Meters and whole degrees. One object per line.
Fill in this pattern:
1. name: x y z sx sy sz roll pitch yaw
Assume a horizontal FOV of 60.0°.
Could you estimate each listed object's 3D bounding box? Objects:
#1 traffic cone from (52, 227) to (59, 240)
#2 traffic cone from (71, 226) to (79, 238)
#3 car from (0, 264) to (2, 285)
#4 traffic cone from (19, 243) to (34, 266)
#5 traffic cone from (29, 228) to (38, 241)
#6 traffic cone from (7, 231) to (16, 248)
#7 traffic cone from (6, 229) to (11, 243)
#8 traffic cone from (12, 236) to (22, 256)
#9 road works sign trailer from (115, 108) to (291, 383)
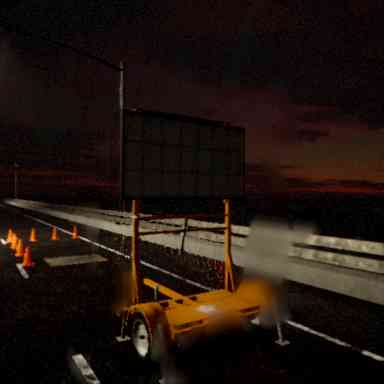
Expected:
1. traffic cone: -6.919 2.089 16.817 0.340 0.580 0.340 1 -1 -33
2. traffic cone: -6.084 2.099 17.367 0.340 0.580 0.340 1 -1 -33
3. car: -5.778 1.653 7.981 1.895 1.301 4.718 1 -1 -33
4. traffic cone: -5.288 2.037 10.707 0.340 0.580 0.340 1 -1 -33
5. traffic cone: -7.754 2.079 16.267 0.340 0.580 0.340 1 -1 -33
6. traffic cone: -7.489 2.058 14.047 0.340 0.580 0.340 1 -1 -33
7. traffic cone: -8.589 2.069 15.717 0.340 0.580 0.340 1 -1 -33
8. traffic cone: -6.388 2.048 12.377 0.340 0.580 0.340 1 -1 -33
9. road works sign trailer: -0.186 0.524 5.694 2.380 3.560 2.880 1 -1 -33
